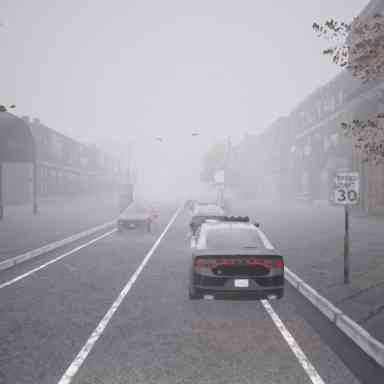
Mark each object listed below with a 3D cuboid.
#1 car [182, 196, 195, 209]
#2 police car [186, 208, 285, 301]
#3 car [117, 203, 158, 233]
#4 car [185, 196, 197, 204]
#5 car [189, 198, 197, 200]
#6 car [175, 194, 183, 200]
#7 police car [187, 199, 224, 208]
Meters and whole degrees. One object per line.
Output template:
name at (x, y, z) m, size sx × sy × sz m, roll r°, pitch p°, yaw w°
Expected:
car at (-0.092, 1.470, 45.822) m, size 1.837 × 1.490 × 4.892 m, roll 0°, pitch 0°, yaw 0°
police car at (0.882, 1.426, 8.537) m, size 1.930 × 1.638 × 5.238 m, roll 0°, pitch 0°, yaw 0°
car at (-3.142, 1.480, 19.899) m, size 1.882 × 1.535 × 5.008 m, roll 0°, pitch 0°, yaw 0°
car at (-0.128, 1.412, 60.094) m, size 2.033 × 1.411 × 5.357 m, roll 0°, pitch 1°, yaw 0°
car at (0.848, 1.481, 24.427) m, size 1.882 × 1.535 × 5.008 m, roll 0°, pitch 0°, yaw 0°
car at (-3.176, 1.223, 82.762) m, size 1.895 × 1.301 × 4.718 m, roll 0°, pitch 1°, yaw 0°
police car at (0.860, 1.428, 18.537) m, size 1.930 × 1.638 × 5.238 m, roll 0°, pitch 0°, yaw 0°
